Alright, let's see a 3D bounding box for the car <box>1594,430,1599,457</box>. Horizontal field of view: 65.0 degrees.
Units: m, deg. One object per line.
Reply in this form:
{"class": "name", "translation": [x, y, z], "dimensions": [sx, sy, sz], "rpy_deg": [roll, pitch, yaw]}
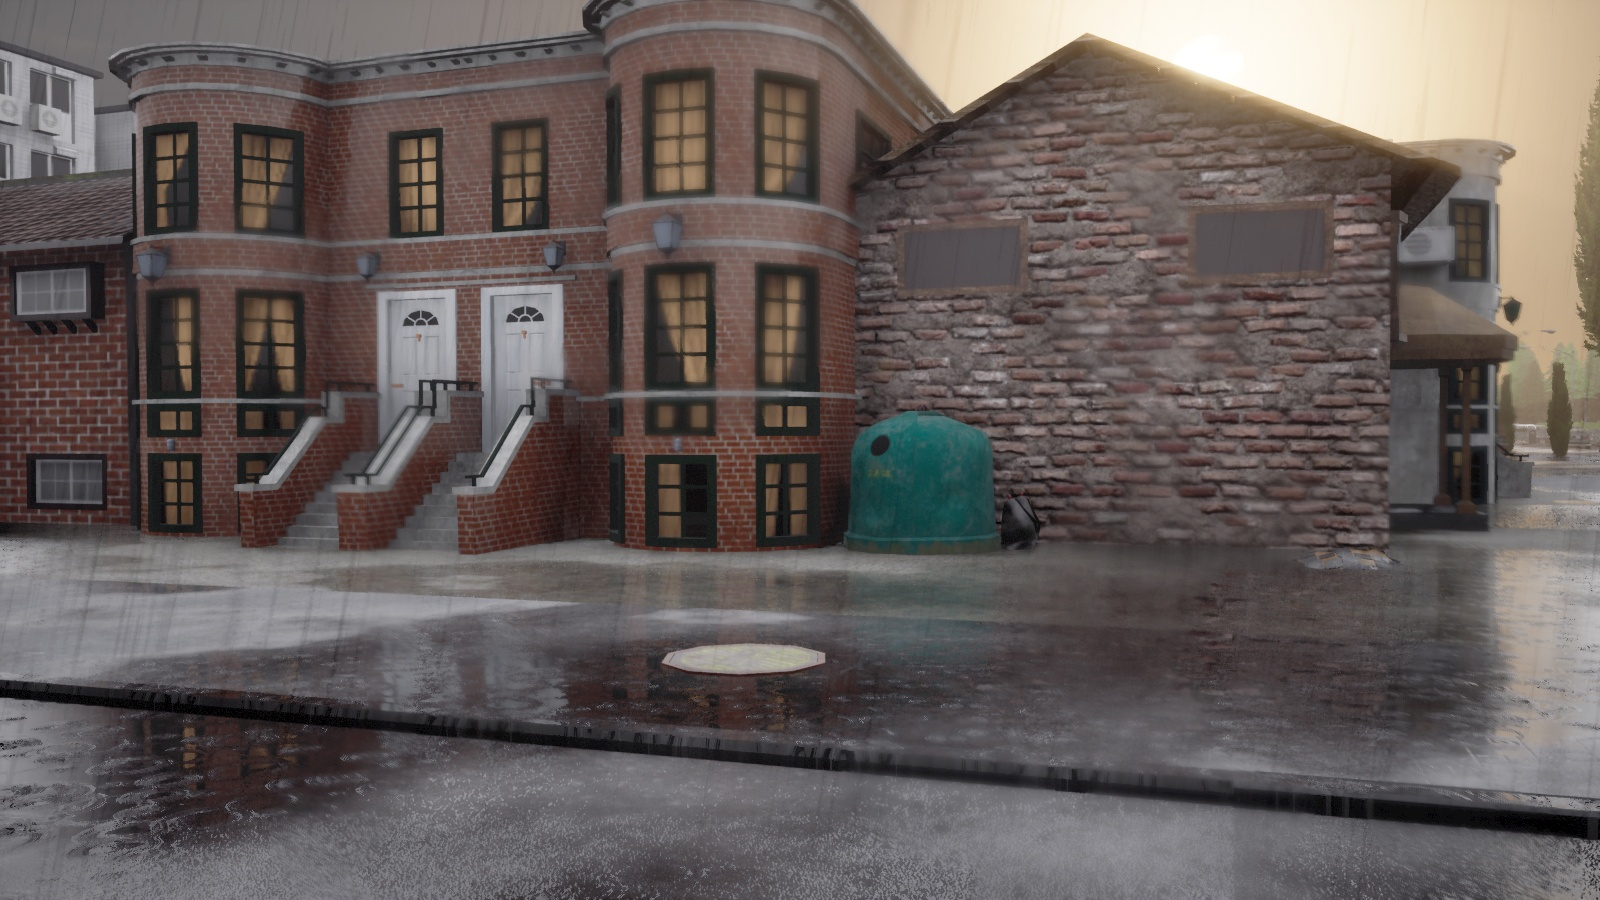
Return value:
{"class": "car", "translation": [49.983, -0.358, 75.989], "dimensions": [2.242, 1.667, 4.611], "rpy_deg": [1, 1, 19]}
